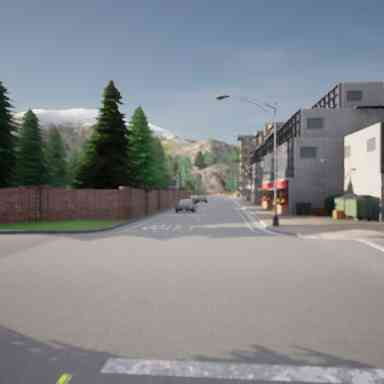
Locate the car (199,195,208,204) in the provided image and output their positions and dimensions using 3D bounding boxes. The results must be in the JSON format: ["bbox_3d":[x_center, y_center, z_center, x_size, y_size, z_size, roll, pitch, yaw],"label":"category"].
[{"bbox_3d":[1.732,1.200,57.706,1.812,1.442,4.674,0,0,5],"label":"car"}]

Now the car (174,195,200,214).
[{"bbox_3d":[-0.530,1.374,33.359,1.812,1.442,4.674,0,0,5],"label":"car"}]
